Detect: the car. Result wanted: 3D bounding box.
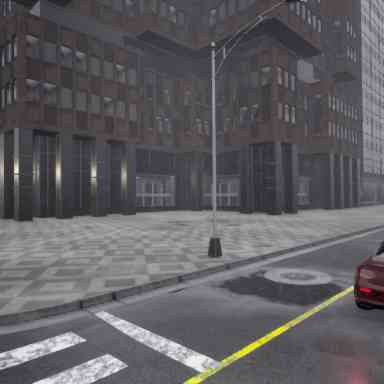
[{"bbox_3d":[4.838,1.535,6.820,1.812,1.442,4.674,-1,-1,44],"label":"car"}]
